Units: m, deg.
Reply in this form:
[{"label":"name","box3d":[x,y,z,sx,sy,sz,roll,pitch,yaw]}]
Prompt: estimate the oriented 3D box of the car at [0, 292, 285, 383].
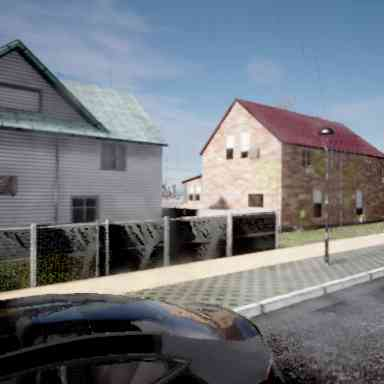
[{"label":"car","box3d":[-1.396,1.527,2.037,4.674,1.442,1.812,0,0,-35]}]
